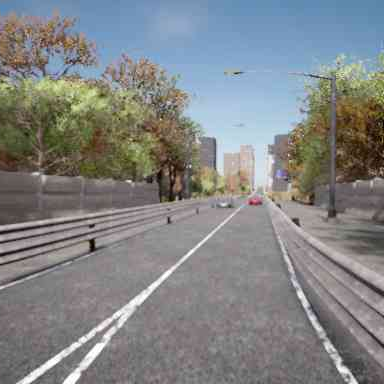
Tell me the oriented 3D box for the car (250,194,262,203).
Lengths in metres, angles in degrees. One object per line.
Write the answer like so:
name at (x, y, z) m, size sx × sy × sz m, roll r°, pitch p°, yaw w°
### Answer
car at (11.492, 1.181, 59.551) m, size 1.882 × 1.535 × 5.008 m, roll 0°, pitch 0°, yaw 12°

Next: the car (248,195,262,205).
car at (9.475, 1.249, 49.796) m, size 1.994 × 1.385 × 4.181 m, roll 0°, pitch 0°, yaw 12°

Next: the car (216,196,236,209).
car at (4.048, 1.212, 40.012) m, size 1.812 × 1.442 × 4.674 m, roll 0°, pitch 0°, yaw 12°
